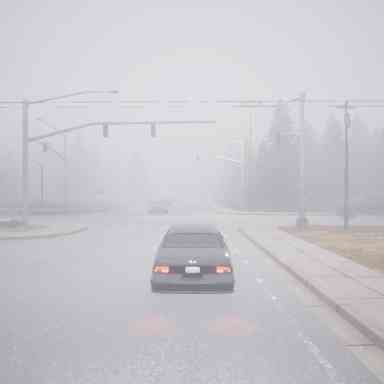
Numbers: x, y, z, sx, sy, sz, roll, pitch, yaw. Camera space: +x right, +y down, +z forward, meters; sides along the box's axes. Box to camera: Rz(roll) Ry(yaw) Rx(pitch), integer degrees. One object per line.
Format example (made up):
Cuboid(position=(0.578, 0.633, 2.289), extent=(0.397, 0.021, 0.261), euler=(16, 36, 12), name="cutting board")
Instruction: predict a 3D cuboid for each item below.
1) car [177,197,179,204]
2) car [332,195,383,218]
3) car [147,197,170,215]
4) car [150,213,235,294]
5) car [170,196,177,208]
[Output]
Cuboid(position=(-3.582, 1.492, 64.972), extent=(2.128, 1.511, 4.902), euler=(0, 0, 1), name="car")
Cuboid(position=(15.536, 1.248, 29.592), extent=(5.566, 2.045, 2.150), euler=(0, 0, 1), name="car")
Cuboid(position=(-3.451, 1.532, 33.929), extent=(1.812, 1.442, 4.674), euler=(0, 0, -5), name="car")
Cuboid(position=(0.031, 1.545, 8.940), extent=(2.033, 1.411, 5.357), euler=(0, 0, 0), name="car")
Cuboid(position=(-3.696, 1.503, 49.337), extent=(1.837, 1.490, 4.892), euler=(0, 1, 0), name="car")
